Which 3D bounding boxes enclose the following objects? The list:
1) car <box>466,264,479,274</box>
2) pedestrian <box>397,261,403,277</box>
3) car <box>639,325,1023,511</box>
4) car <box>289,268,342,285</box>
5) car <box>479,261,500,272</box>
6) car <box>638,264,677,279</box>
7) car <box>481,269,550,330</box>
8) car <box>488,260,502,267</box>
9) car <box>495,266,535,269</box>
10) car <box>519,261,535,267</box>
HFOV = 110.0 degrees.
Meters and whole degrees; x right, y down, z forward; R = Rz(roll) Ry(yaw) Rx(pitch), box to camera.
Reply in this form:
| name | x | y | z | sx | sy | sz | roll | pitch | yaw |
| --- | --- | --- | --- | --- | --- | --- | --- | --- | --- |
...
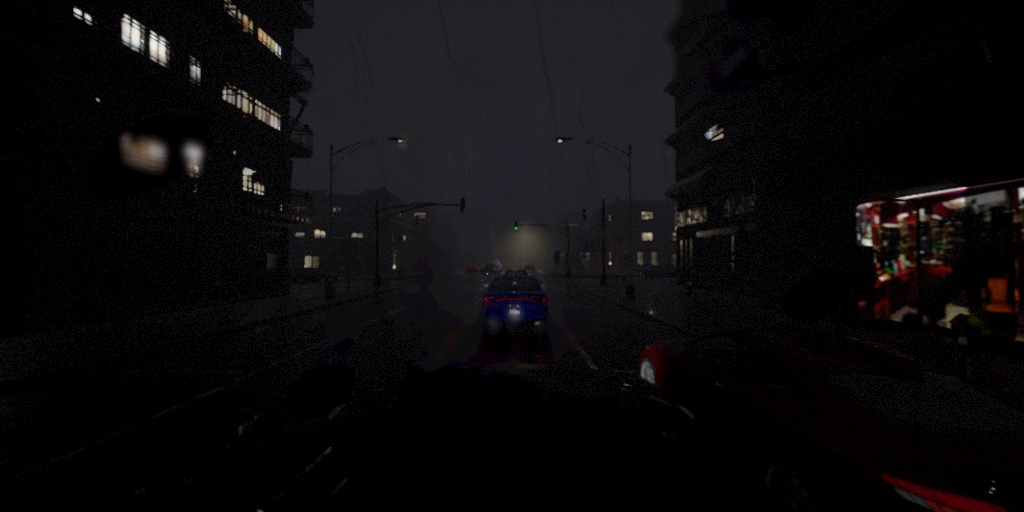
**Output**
| name | x | y | z | sx | sy | sz | roll | pitch | yaw |
| --- | --- | --- | --- | --- | --- | --- | --- | --- | --- |
| car | -5.766 | 1.866 | 52.821 | 1.888 | 1.381 | 4.507 | 0 | 0 | 0 |
| pedestrian | -12.502 | 1.458 | 40.092 | 0.375 | 1.860 | 0.375 | 0 | 0 | 0 |
| car | 2.691 | 1.352 | 3.592 | 1.802 | 1.307 | 4.207 | 0 | 0 | 0 |
| car | -17.502 | 1.762 | 31.350 | 4.892 | 1.490 | 1.837 | -1 | -1 | 0 |
| car | -3.079 | 1.786 | 49.427 | 1.837 | 1.490 | 4.892 | 0 | -1 | 0 |
| car | 14.372 | 1.494 | 34.564 | 4.181 | 1.385 | 1.994 | -1 | -1 | 0 |
| car | 0.101 | 1.335 | 11.638 | 1.882 | 1.535 | 5.008 | 0 | -1 | 0 |
| car | -3.073 | 1.621 | 59.383 | 2.150 | 2.045 | 5.566 | 0 | -1 | 1 |
| car | 0.305 | 1.540 | 22.516 | 1.994 | 1.385 | 4.181 | 0 | -1 | 4 |
| car | 2.704 | 1.701 | 58.340 | 2.192 | 1.841 | 5.009 | 0 | 0 | 0 |
